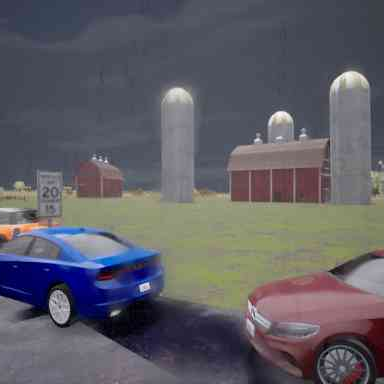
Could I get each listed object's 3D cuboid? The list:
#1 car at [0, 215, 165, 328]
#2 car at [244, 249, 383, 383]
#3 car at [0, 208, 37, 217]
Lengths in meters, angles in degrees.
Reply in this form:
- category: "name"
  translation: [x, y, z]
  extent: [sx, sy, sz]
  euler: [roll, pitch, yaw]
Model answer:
- category: "car"
  translation: [-2.892, 1.480, 7.054]
  extent: [5.008, 1.535, 1.882]
  euler: [0, 0, 33]
- category: "car"
  translation: [3.080, 1.557, 4.635]
  extent: [4.674, 1.442, 1.812]
  euler: [1, 0, -7]
- category: "car"
  translation: [-6.964, 1.364, 12.273]
  extent: [4.553, 1.767, 2.097]
  euler: [0, 0, 30]
